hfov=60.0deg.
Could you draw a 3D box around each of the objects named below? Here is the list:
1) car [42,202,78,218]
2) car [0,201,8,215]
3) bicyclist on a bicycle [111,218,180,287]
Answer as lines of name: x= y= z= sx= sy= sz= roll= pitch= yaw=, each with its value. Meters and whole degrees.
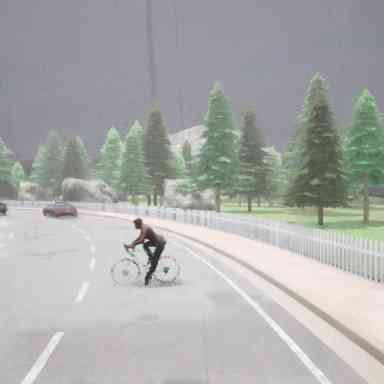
car: x=-11.923 y=1.562 z=29.890 sx=1.994 sy=1.385 sz=4.181 roll=0 pitch=0 yaw=-41
car: x=-19.764 y=1.490 z=32.431 sx=4.902 sy=1.511 sz=2.128 roll=0 pitch=0 yaw=39
bicyclist on a bicycle: x=-1.121 y=1.450 z=8.032 sx=1.656 sy=1.620 sz=0.582 roll=-2 pitch=0 yaw=-11
